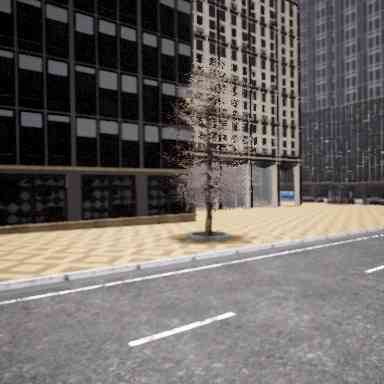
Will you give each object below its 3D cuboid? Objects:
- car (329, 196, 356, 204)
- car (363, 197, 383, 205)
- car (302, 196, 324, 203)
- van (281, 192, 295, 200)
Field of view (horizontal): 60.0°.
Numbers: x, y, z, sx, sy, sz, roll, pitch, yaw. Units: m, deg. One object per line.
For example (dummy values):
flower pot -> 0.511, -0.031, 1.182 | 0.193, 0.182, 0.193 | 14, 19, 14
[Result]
car -> 24.441, 1.349, 54.070 | 1.802, 1.307, 4.206 | -1, 1, -36
car -> 27.804, 1.371, 49.484 | 1.947, 1.339, 4.313 | -1, 1, -36
car -> 21.113, 1.295, 58.676 | 1.947, 1.339, 4.313 | -1, 1, -36
van -> 21.146, 0.841, 72.824 | 1.690, 1.788, 3.998 | -1, 1, -36
